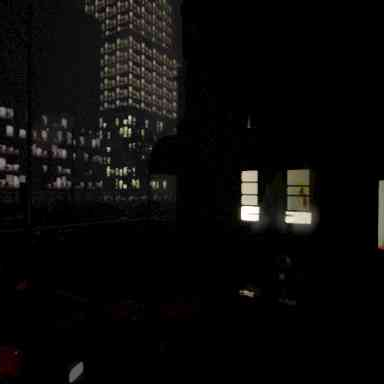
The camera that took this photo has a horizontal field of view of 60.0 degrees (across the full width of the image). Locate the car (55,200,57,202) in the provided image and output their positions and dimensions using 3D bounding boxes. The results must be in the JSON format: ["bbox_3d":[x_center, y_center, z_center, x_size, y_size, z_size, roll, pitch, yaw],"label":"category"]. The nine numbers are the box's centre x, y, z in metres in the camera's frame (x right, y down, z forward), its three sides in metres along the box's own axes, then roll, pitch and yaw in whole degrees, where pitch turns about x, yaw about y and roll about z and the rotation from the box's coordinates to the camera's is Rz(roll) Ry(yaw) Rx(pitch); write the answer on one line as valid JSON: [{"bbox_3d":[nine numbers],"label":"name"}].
[{"bbox_3d":[-14.888,1.611,37.653,1.967,1.590,4.097,0,0,35],"label":"car"}]

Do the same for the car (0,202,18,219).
[{"bbox_3d":[-17.305,1.671,29.335,1.837,1.490,4.892,1,0,35],"label":"car"}]

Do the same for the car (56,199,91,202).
[{"bbox_3d":[-11.989,1.698,37.061,2.128,1.511,4.902,1,0,35],"label":"car"}]

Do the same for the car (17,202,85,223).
[{"bbox_3d":[-11.477,1.792,27.370,2.008,1.369,4.403,0,0,35],"label":"car"}]

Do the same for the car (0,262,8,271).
[{"bbox_3d":[-4.508,1.609,5.839,4.206,1.307,1.802,0,1,34],"label":"car"}]

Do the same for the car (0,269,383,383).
[{"bbox_3d":[0.133,1.549,2.740,4.507,1.381,1.887,0,1,34],"label":"car"}]

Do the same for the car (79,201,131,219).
[{"bbox_3d":[-8.371,1.830,31.887,1.947,1.339,4.313,0,0,35],"label":"car"}]

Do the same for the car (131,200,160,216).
[{"bbox_3d":[-5.267,1.870,36.403,1.802,1.307,4.206,0,0,35],"label":"car"}]
